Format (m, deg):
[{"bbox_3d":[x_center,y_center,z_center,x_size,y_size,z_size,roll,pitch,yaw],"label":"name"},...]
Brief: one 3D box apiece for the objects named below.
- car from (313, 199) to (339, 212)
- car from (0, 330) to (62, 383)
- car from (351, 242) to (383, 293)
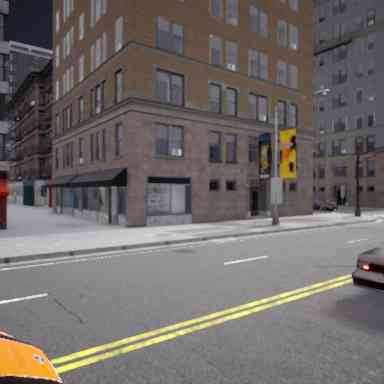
[{"bbox_3d":[14.169,1.528,38.612,2.033,1.411,5.357,0,0,-36],"label":"car"},{"bbox_3d":[-2.821,1.355,1.347,4.553,1.767,2.097,0,0,-37],"label":"car"},{"bbox_3d":[5.846,1.547,7.802,5.357,1.411,2.033,0,0,-37],"label":"car"}]
